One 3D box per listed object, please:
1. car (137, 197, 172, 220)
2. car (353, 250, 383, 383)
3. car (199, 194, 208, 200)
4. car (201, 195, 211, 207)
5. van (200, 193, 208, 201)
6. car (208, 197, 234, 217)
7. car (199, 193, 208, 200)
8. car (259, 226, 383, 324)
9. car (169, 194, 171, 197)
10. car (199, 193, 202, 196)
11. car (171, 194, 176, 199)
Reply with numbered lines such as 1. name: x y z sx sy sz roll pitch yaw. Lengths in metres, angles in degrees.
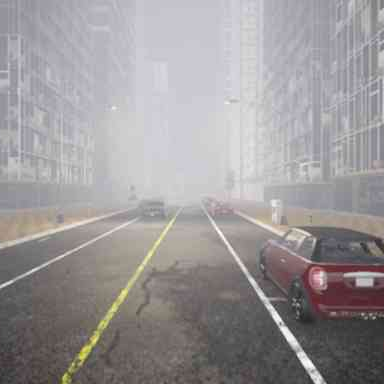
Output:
1. car: -2.980 1.420 27.533 1.882 1.535 5.008 0 0 0
2. car: 2.693 1.437 1.436 1.967 1.590 4.097 0 0 0
3. car: 2.750 1.187 81.129 1.967 1.590 4.097 0 0 0
4. car: 2.725 1.439 46.976 1.947 1.339 4.313 0 0 0
5. van: 2.746 1.111 75.437 1.690 1.788 3.998 0 0 0
6. car: 2.713 1.472 29.899 1.887 1.381 4.507 0 0 0
7. car: 2.733 1.400 58.360 1.947 1.339 4.313 0 0 0
8. car: 2.697 1.424 7.128 1.967 1.590 4.097 0 0 0
9. car: -5.644 1.379 64.066 1.947 1.339 4.313 0 0 0
10. car: 2.741 1.358 69.744 1.947 1.339 4.313 0 0 0
11. car: -5.624 1.224 92.359 1.752 1.417 4.829 0 0 0
